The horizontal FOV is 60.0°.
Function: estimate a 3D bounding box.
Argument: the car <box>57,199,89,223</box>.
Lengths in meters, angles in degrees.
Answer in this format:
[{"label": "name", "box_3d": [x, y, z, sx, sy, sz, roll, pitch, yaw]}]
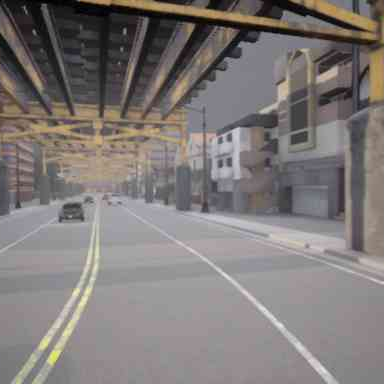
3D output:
[{"label": "car", "box_3d": [-9.557, 1.575, 26.693, 1.837, 1.490, 4.892, -1, 0, -16]}]

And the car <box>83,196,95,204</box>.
[{"label": "car", "box_3d": [-20.306, 1.531, 65.594, 1.837, 1.490, 4.892, -1, 1, -16]}]

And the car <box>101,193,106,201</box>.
[{"label": "car", "box_3d": [-20.016, 1.283, 78.353, 1.994, 1.385, 4.181, -1, 1, -16]}]

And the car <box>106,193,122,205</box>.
[{"label": "car", "box_3d": [-14.228, 1.245, 61.382, 2.150, 2.045, 5.566, -1, 0, -16]}]
